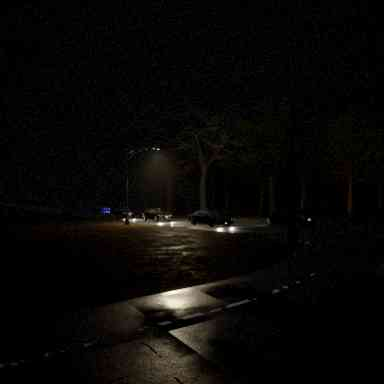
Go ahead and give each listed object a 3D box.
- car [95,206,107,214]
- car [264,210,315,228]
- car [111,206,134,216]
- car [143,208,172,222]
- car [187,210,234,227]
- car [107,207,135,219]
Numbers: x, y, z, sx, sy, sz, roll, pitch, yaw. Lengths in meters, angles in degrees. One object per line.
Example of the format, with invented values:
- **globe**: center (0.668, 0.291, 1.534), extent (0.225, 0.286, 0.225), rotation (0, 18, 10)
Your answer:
- **car**: center (-17.636, 3.512, 65.336), extent (1.882, 1.535, 5.008), rotation (1, -2, -33)
- **car**: center (7.763, 2.128, 26.790), extent (1.994, 1.385, 4.181), rotation (1, -2, -33)
- **car**: center (-11.919, 3.223, 56.618), extent (2.128, 1.511, 4.902), rotation (1, -2, -33)
- **car**: center (-4.029, 2.579, 38.028), extent (1.837, 1.490, 4.892), rotation (1, -2, -33)
- **car**: center (1.478, 2.282, 29.669), extent (2.033, 1.411, 5.357), rotation (0, -2, -30)
- **car**: center (-9.615, 2.896, 46.562), extent (2.128, 1.511, 4.902), rotation (1, -2, -33)
